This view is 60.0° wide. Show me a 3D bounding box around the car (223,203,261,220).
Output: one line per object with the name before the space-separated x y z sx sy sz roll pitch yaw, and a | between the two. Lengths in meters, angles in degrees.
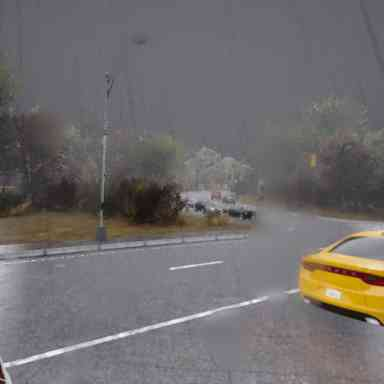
car | 5.075 2.156 34.280 1.895 1.301 4.718 3 -1 -22

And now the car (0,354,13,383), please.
car | -3.262 1.353 1.424 4.553 1.767 2.097 0 0 -35

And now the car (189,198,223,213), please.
car | 1.740 1.936 43.085 2.128 1.511 4.902 3 0 -19

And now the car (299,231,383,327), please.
car | 4.330 1.545 6.841 5.008 1.535 1.882 1 -1 -35

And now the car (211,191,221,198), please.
car | 5.696 0.760 78.950 2.150 2.045 5.566 2 2 -1

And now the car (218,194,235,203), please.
car | 7.137 1.624 65.685 1.837 1.490 4.892 2 2 -9

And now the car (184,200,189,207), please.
car | -1.081 1.738 52.672 1.994 1.385 4.181 2 1 -14
